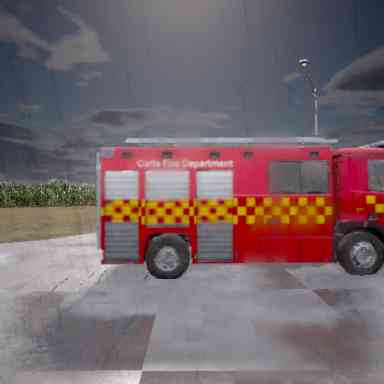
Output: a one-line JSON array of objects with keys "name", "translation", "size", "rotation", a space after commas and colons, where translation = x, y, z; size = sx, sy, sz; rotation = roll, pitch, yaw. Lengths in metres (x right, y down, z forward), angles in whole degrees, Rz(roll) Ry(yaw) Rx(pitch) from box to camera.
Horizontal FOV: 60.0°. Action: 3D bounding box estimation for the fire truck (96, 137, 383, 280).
[{"name": "fire truck", "translation": [1.784, 0.295, 9.815], "size": [8.468, 3.827, 2.891], "rotation": [0, 0, -1]}]
